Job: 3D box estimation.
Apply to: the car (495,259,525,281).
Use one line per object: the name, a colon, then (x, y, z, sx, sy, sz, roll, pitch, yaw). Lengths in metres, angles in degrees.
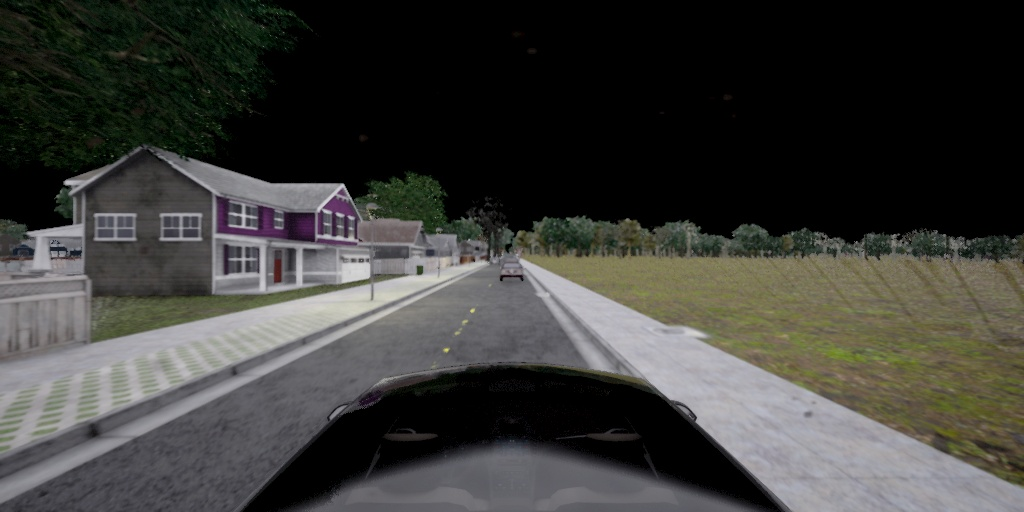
car: (0.024, 1.160, 28.345, 2.033, 1.411, 5.357, 0, 0, 1)

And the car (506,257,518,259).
car: (-0.011, 0.877, 44.234, 2.097, 1.767, 4.553, 0, 0, 0)

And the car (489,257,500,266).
car: (-2.941, 0.912, 63.222, 2.128, 1.511, 4.902, 0, 0, 0)
